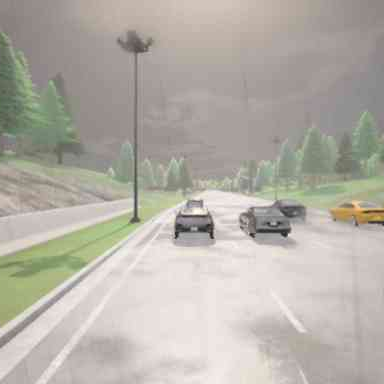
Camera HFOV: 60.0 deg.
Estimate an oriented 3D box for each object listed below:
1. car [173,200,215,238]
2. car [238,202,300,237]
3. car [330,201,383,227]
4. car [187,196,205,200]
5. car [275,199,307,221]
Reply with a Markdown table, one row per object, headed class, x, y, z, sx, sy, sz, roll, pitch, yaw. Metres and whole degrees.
| class | x | y | z | sx | sy | sz | roll | pitch | yaw |
| --- | --- | --- | --- | --- | --- | --- | --- | --- | --- |
| car | 0.096 | 1.363 | 16.724 | 2.128 | 1.511 | 4.902 | 0 | 0 | 0 |
| car | 3.596 | 1.415 | 17.188 | 2.033 | 1.411 | 5.357 | 0 | 0 | 0 |
| car | 10.602 | 1.313 | 21.403 | 1.882 | 1.535 | 5.008 | 0 | 0 | 0 |
| car | 0.418 | 1.203 | 37.504 | 2.128 | 1.511 | 4.902 | 0 | 0 | 2 |
| car | 7.128 | 1.283 | 25.282 | 1.882 | 1.535 | 5.008 | 0 | 0 | 1 |
